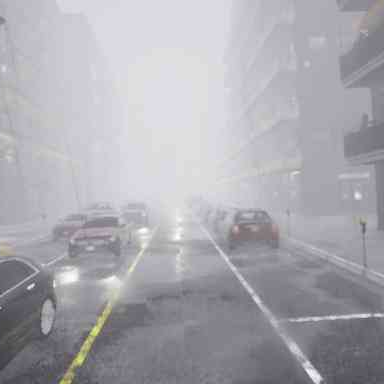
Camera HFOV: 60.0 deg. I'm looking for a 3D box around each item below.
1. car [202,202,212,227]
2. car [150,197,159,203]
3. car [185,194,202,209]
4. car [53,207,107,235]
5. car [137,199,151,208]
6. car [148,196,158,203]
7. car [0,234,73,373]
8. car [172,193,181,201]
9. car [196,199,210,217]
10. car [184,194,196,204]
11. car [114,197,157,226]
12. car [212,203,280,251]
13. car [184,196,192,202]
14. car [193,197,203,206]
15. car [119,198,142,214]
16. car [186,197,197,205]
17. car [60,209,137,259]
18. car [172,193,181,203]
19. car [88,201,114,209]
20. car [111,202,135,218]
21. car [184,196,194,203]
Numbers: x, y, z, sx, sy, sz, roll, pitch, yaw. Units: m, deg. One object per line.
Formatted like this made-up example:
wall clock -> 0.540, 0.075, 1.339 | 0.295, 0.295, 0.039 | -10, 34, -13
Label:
car -> 1.907, 1.486, 19.350 | 2.008, 1.369, 4.403 | -2, 0, -3
car -> -9.636, 2.076, 85.722 | 1.802, 1.307, 4.206 | -2, 0, -3
car -> 0.576, 1.332, 47.158 | 2.192, 1.841, 5.009 | -2, 0, -3
car -> -6.458, 1.834, 18.984 | 1.887, 1.381, 4.507 | -2, 0, -3
car -> -8.312, 1.971, 57.915 | 1.947, 1.339, 4.313 | -2, 0, -3
car -> -9.114, 1.773, 74.599 | 2.192, 1.841, 5.009 | -2, 0, -3
car -> -3.161, 1.643, 3.908 | 1.837, 1.490, 4.892 | -2, 0, -3
car -> -4.139, 1.380, 89.180 | 2.150, 2.045, 5.566 | -2, 0, -3
car -> 1.643, 1.502, 24.911 | 2.008, 1.369, 4.403 | -2, 0, -3
car -> -0.485, 1.401, 69.403 | 2.192, 1.841, 5.009 | -2, 0, -3
car -> -4.142, 1.548, 25.016 | 2.097, 1.767, 4.553 | -2, 0, -1
car -> 2.169, 1.360, 13.789 | 1.967, 1.590, 4.097 | -2, 0, -3
car -> -1.007, 1.687, 80.527 | 1.947, 1.339, 4.313 | -2, 0, -3
car -> 1.369, 1.493, 30.643 | 1.752, 1.417, 4.829 | -2, 0, -3
car -> -7.524, 1.669, 41.230 | 2.192, 1.841, 5.009 | -2, 0, -3
car -> -0.213, 1.613, 63.842 | 1.887, 1.381, 4.507 | -2, 0, -3
car -> -3.630, 1.691, 13.815 | 1.812, 1.442, 4.674 | -2, 0, -3
car -> -3.640, 1.751, 79.069 | 2.128, 1.511, 4.902 | -2, 0, -3
car -> -6.729, 1.620, 24.546 | 2.192, 1.841, 5.009 | -2, 0, -3
car -> -7.245, 1.862, 35.498 | 1.752, 1.417, 4.829 | -2, 0, -3
car -> -0.742, 1.654, 74.966 | 2.008, 1.369, 4.403 | -2, 0, -3
